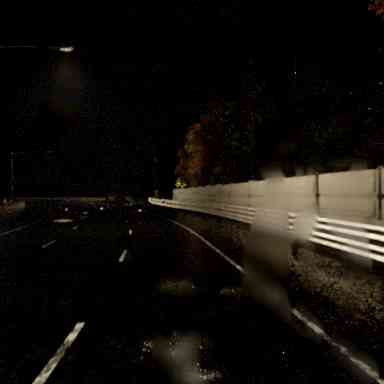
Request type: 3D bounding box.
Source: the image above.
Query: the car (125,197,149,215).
[{"bbox_3d":[-5.879,1.605,35.086,1.837,1.490,4.892,0,0,-18],"label":"car"}]

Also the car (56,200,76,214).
[{"bbox_3d":[-14.071,1.675,37.292,1.812,1.442,4.674,0,0,-21],"label":"car"}]

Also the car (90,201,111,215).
[{"bbox_3d":[-9.993,1.689,36.257,1.994,1.385,4.181,0,0,-19],"label":"car"}]
